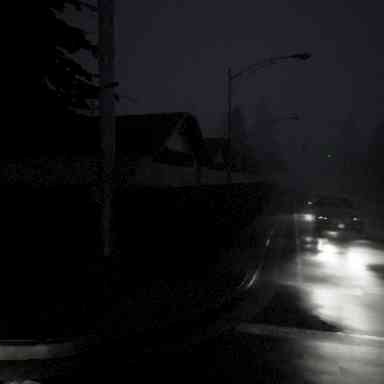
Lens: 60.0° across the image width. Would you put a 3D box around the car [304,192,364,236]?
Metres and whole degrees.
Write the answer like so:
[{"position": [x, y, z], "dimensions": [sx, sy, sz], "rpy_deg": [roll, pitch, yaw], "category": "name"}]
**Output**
[{"position": [6.541, 0.982, 15.353], "dimensions": [2.128, 1.511, 4.902], "rpy_deg": [1, 2, 17], "category": "car"}]
